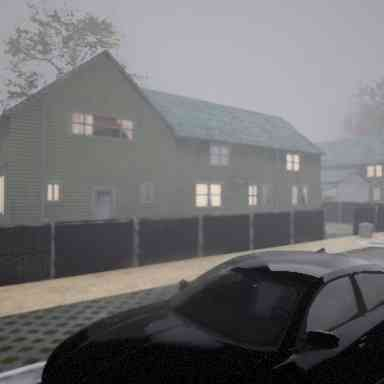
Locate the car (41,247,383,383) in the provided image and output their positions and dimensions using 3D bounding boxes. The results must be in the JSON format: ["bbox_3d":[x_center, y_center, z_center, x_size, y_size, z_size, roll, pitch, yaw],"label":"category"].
[{"bbox_3d":[0.998,1.476,3.753,5.008,1.535,1.882,0,0,-36],"label":"car"}]
